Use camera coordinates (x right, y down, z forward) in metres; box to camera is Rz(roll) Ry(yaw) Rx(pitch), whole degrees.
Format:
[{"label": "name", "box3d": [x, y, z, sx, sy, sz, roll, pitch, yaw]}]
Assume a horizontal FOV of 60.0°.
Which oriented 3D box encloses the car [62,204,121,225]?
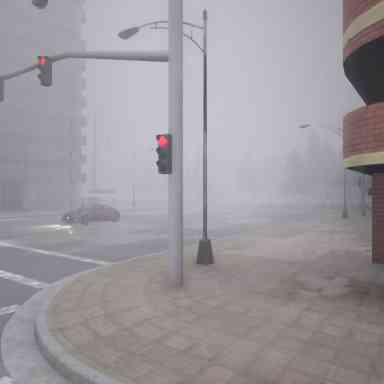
[{"label": "car", "box3d": [-7.214, 1.564, 24.121, 1.994, 1.385, 4.181, 0, 0, 36]}]
